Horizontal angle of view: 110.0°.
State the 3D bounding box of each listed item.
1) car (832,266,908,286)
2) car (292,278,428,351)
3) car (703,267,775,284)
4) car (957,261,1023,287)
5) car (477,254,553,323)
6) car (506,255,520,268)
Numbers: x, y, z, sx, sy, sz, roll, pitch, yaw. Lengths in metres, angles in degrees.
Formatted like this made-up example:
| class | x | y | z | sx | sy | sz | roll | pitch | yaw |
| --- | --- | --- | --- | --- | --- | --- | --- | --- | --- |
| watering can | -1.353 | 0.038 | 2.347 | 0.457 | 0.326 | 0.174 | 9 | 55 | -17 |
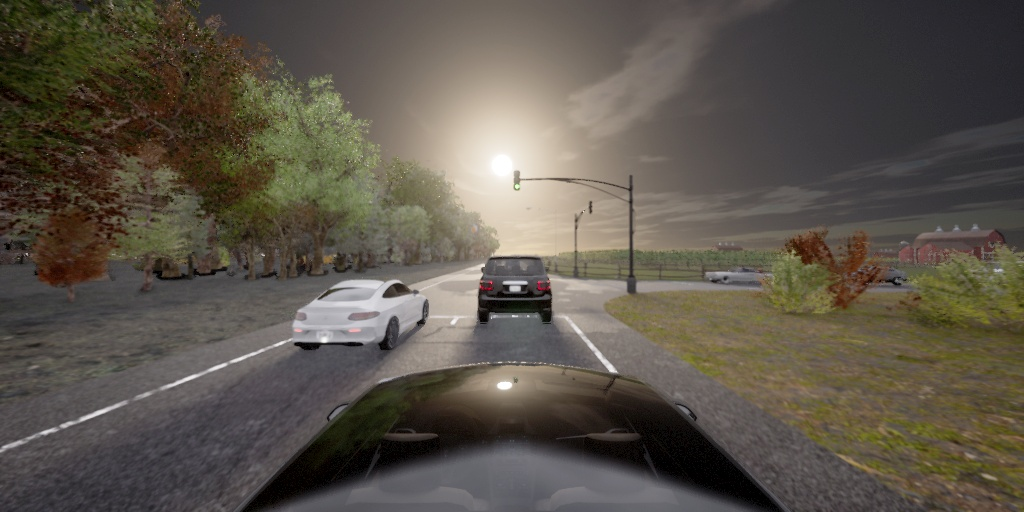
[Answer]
| class | x | y | z | sx | sy | sz | roll | pitch | yaw |
| --- | --- | --- | --- | --- | --- | --- | --- | --- | --- |
| car | 28.228 | 1.547 | 28.375 | 4.902 | 1.511 | 2.128 | 1 | -1 | 0 |
| car | -3.397 | 1.262 | 8.809 | 1.812 | 1.442 | 4.674 | 0 | 0 | 0 |
| car | 17.957 | 1.545 | 28.442 | 4.718 | 1.301 | 1.895 | 1 | -1 | 1 |
| car | 38.859 | 1.393 | 28.321 | 5.566 | 2.045 | 2.150 | 1 | -1 | 0 |
| car | 0.090 | 0.951 | 12.180 | 2.150 | 2.045 | 5.566 | 0 | 0 | 0 |
| car | 0.108 | 0.849 | 59.149 | 2.150 | 2.045 | 5.566 | 0 | 0 | 0 |
